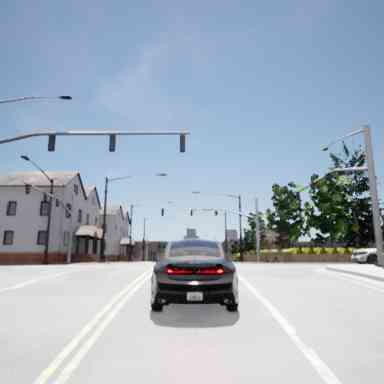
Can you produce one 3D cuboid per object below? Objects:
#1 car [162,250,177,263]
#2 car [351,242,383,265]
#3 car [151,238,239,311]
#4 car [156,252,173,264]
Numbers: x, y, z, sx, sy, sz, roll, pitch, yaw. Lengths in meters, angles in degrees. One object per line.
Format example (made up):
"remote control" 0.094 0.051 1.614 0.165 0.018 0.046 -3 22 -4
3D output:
"car" -3.661 10.895 55.893 2.150 2.045 5.566 0 -11 0
"car" 16.829 5.298 28.842 5.566 2.045 2.150 -1 -12 0
"car" 0.059 1.982 8.622 1.837 1.490 4.892 0 -7 0
"car" -3.653 8.869 44.569 1.812 1.442 4.674 0 -12 0
